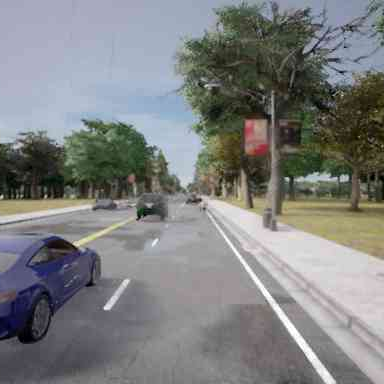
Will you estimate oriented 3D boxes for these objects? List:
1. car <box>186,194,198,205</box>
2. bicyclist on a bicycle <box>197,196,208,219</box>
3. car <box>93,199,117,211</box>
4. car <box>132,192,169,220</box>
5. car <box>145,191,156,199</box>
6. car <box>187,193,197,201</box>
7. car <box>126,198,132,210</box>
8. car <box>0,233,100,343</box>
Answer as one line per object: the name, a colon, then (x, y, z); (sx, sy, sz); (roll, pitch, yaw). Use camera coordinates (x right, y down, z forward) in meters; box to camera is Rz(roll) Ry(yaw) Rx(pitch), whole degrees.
car: (0.057, 1.181, 56.357); (2.097, 1.767, 4.553); (0, 0, 0)
bicyclist on a bicycle: (0.903, 1.359, 27.293); (0.866, 1.612, 1.509); (0, 0, 0)
car: (-9.843, 1.453, 37.874); (1.994, 1.385, 4.181); (0, 0, 0)
car: (-3.166, 1.144, 27.241); (2.150, 2.045, 5.566); (0, 0, 0)
car: (-9.759, 0.739, 78.698); (2.097, 1.767, 4.553); (0, 0, 0)
car: (-0.008, 1.134, 74.822); (2.097, 1.767, 4.553); (0, 0, 0)
car: (-6.590, 1.374, 39.976); (2.128, 1.511, 4.902); (0, 0, 0)
car: (-3.153, 1.508, 6.275); (1.812, 1.442, 4.674); (0, 0, 0)
